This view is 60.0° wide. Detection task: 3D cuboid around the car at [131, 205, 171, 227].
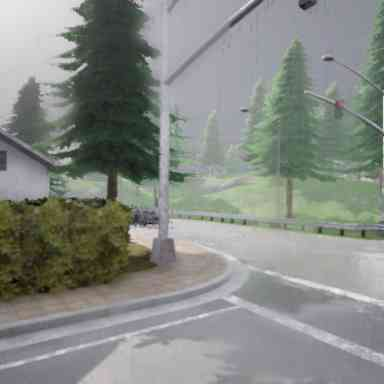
[{"bbox_3d":[-3.573,1.674,24.254,2.033,1.411,5.357,1,-1,-35],"label":"car"}]
